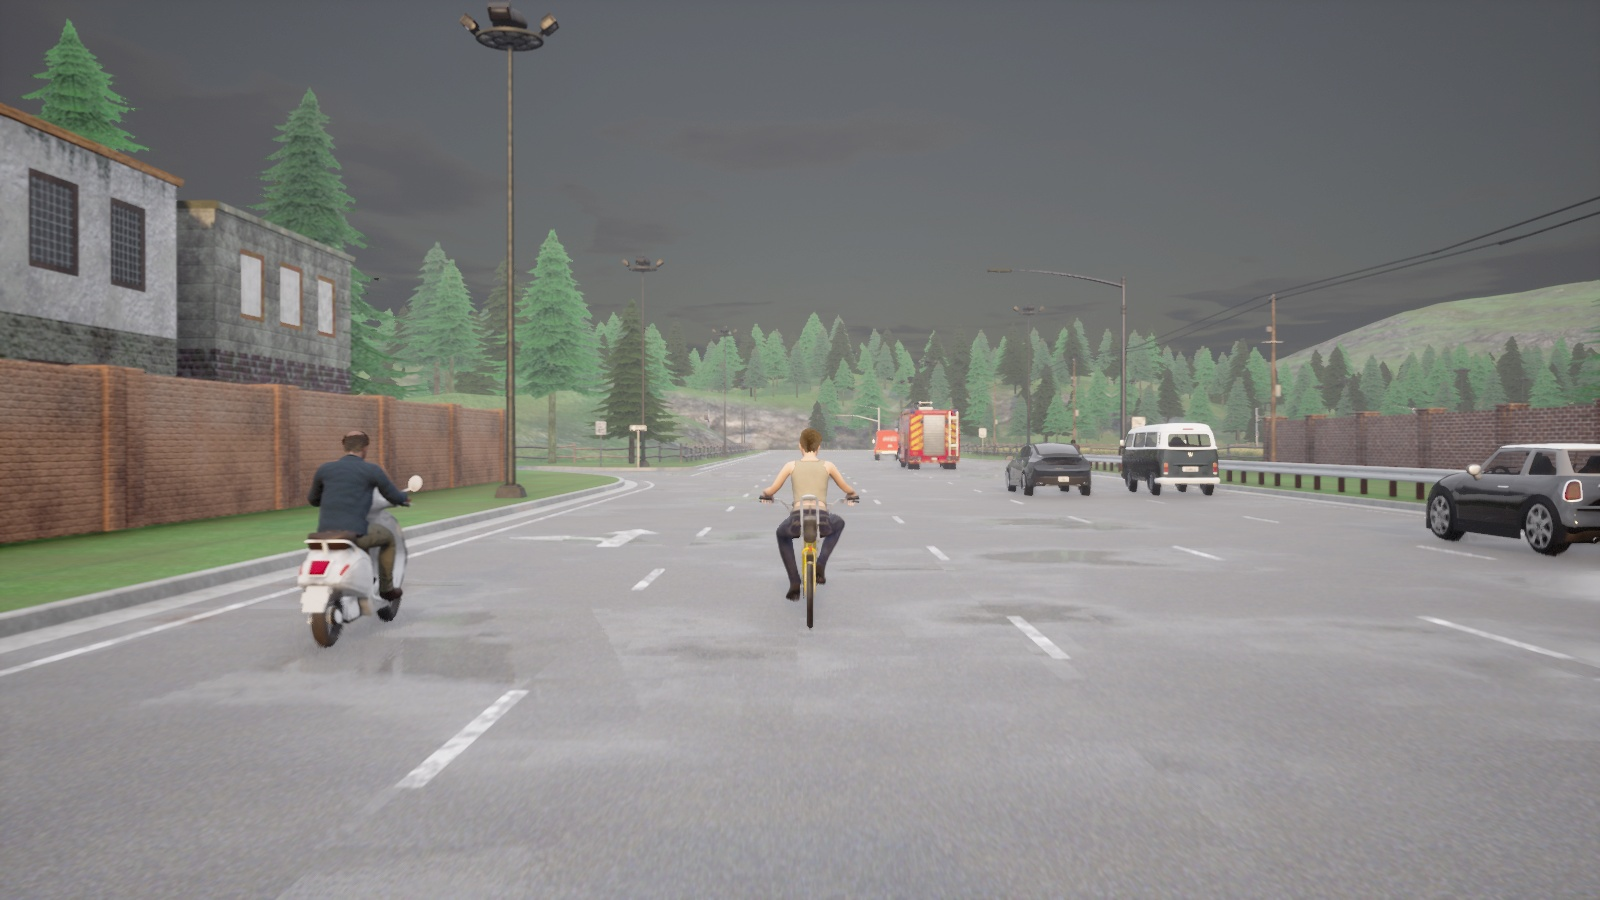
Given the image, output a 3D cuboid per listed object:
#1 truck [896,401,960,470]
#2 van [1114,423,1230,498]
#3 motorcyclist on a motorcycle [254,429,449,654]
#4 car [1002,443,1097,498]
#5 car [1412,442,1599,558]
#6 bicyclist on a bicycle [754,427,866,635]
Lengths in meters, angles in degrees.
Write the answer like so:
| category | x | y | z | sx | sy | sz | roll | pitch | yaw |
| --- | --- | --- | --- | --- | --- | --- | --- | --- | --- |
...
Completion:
| category | x | y | z | sx | sy | sz | roll | pitch | yaw |
| --- | --- | --- | --- | --- | --- | --- | --- | --- | --- |
| truck | 7.433 | -0.829 | 73.949 | 2.891 | 3.827 | 8.468 | 0 | 0 | 0 |
| van | 10.722 | 0.273 | 36.561 | 2.069 | 2.038 | 4.480 | 0 | 0 | 0 |
| motorcyclist on a motorcycle | -3.429 | 0.642 | 9.798 | 0.866 | 1.590 | 1.817 | 0 | 0 | 0 |
| car | 7.223 | 0.550 | 36.776 | 1.837 | 1.490 | 4.892 | 0 | 0 | 0 |
| car | 10.616 | 0.620 | 17.862 | 1.970 | 1.475 | 3.806 | 0 | 0 | 0 |
| bicyclist on a bicycle | 0.080 | 0.624 | 10.507 | 0.866 | 1.612 | 1.509 | 0 | 0 | 0 |
